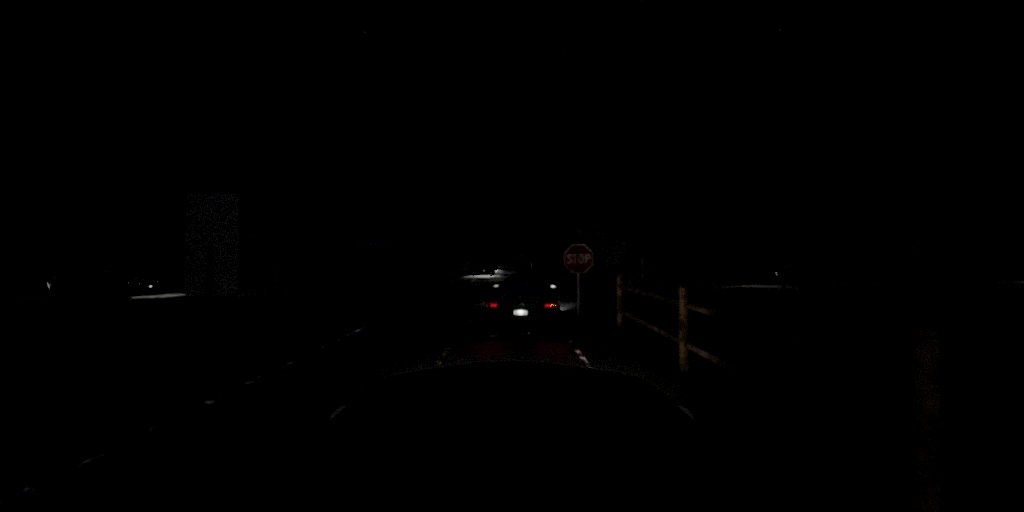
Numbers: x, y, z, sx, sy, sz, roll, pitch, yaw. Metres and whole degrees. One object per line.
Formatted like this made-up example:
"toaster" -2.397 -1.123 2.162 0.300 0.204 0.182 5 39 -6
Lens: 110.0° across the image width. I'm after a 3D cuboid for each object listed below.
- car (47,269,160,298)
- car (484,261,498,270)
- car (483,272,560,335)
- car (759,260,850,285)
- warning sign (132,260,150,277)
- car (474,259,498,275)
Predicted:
"car" -22.263 1.451 19.659 4.892 1.490 1.837 -1 -1 -1
"car" -3.013 1.353 52.946 1.895 1.301 4.718 0 0 -1
"car" 0.355 1.309 10.517 1.994 1.385 4.181 0 0 4
"car" 18.636 1.045 23.027 5.008 1.535 1.882 -1 -1 -1
"warning sign" -25.787 1.214 24.911 1.060 1.860 1.300 0 0 -1
"car" -2.864 1.309 38.293 1.994 1.385 4.181 0 0 -1
